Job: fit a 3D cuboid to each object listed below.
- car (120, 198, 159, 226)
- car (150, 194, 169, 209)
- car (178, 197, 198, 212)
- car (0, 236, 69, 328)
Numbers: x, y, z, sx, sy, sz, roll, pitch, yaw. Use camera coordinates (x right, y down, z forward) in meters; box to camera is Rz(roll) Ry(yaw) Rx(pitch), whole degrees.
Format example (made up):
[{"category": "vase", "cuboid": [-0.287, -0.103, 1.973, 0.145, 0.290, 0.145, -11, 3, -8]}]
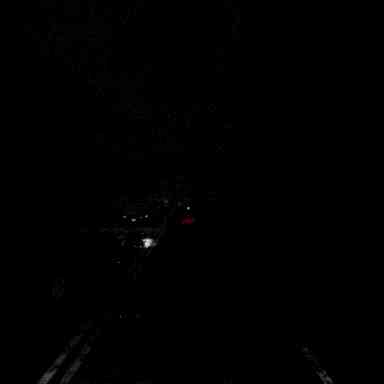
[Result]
[{"category": "car", "cuboid": [-3.584, 1.431, 22.598, 1.837, 1.490, 4.892, 0, 1, -1]}, {"category": "car", "cuboid": [-3.872, 1.003, 39.728, 2.097, 1.767, 4.553, 0, 1, -1]}, {"category": "car", "cuboid": [-0.414, 1.287, 35.111, 1.837, 1.490, 4.892, 0, 1, -1]}, {"category": "car", "cuboid": [-3.679, 1.528, 5.467, 1.812, 1.442, 4.674, 0, 0, 5]}]
